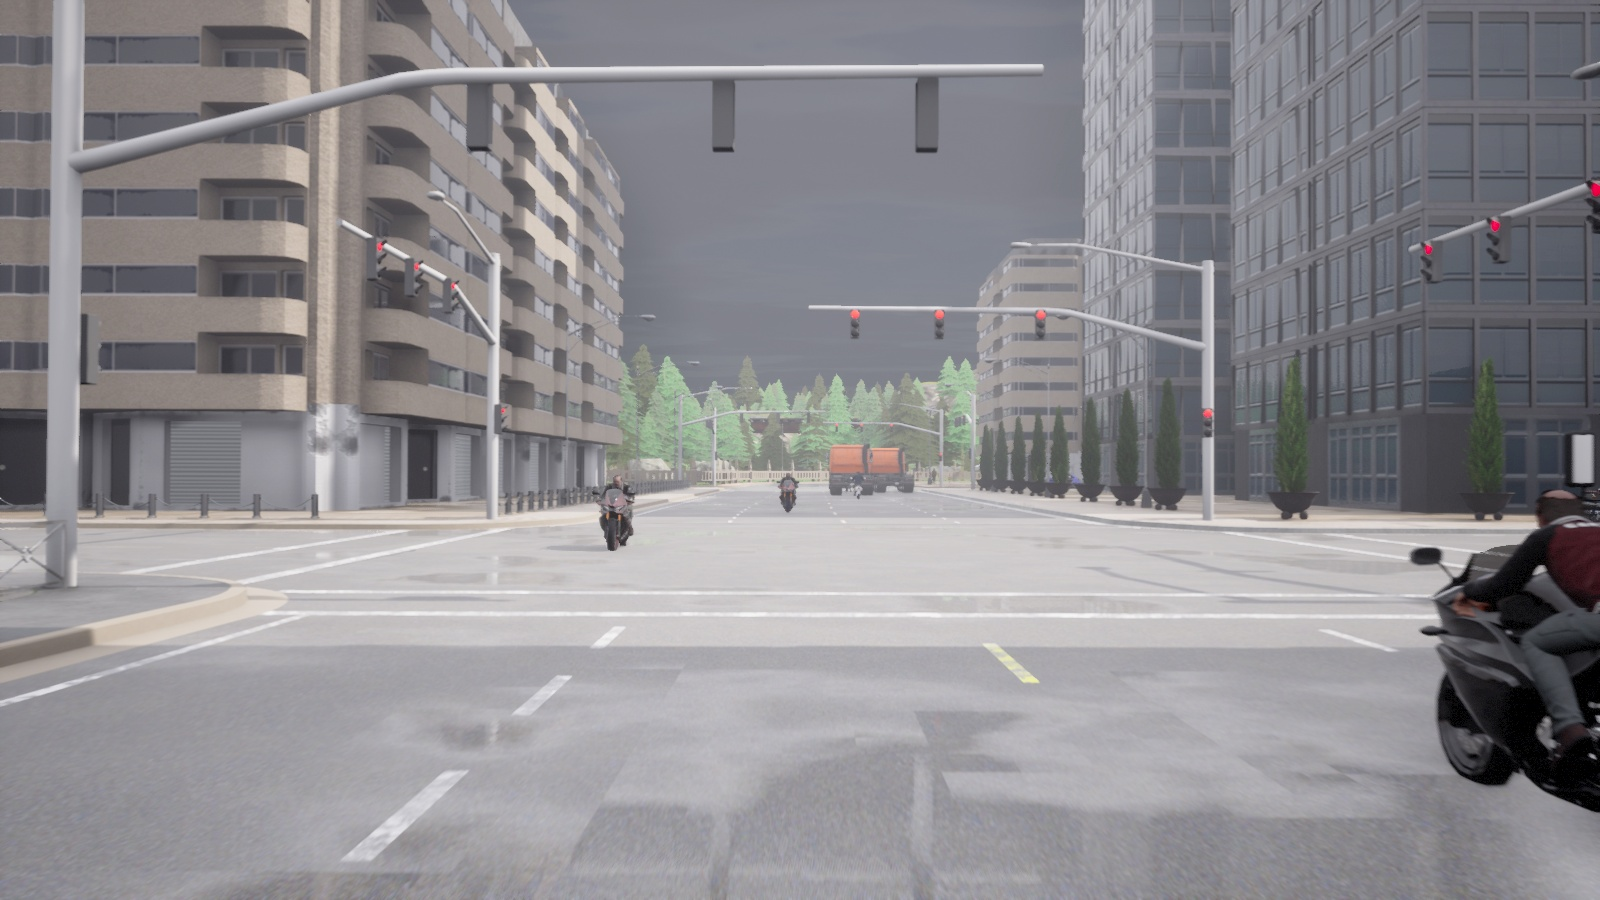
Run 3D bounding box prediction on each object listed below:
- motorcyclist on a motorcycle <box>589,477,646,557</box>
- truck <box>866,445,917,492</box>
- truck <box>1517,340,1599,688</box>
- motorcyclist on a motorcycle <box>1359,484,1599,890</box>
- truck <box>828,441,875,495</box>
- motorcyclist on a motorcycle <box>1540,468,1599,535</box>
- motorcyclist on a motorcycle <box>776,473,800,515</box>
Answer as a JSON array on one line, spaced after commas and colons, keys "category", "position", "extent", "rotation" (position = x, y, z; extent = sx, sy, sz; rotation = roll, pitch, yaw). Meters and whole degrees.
[{"category": "motorcyclist on a motorcycle", "position": [-3.677, 1.318, 25.427], "extent": [0.866, 1.530, 2.191], "rotation": [0, -1, -1]}, {"category": "truck", "position": [6.871, 1.410, 95.835], "extent": [2.891, 3.462, 7.936], "rotation": [0, -1, -3]}, {"category": "truck", "position": [6.982, 0.422, 7.285], "extent": [2.627, 2.467, 5.204], "rotation": [0, -1, 0]}, {"category": "motorcyclist on a motorcycle", "position": [3.486, 0.932, 5.741], "extent": [0.866, 1.530, 2.191], "rotation": [0, -1, 0]}, {"category": "truck", "position": [3.407, 1.234, 84.519], "extent": [2.891, 3.462, 7.936], "rotation": [0, -1, 1]}, {"category": "motorcyclist on a motorcycle", "position": [19.742, 1.262, 31.087], "extent": [2.350, 1.649, 0.766], "rotation": [0, -1, 0]}, {"category": "motorcyclist on a motorcycle", "position": [-0.439, 1.647, 47.537], "extent": [0.866, 1.530, 2.191], "rotation": [0, -1, 0]}]
